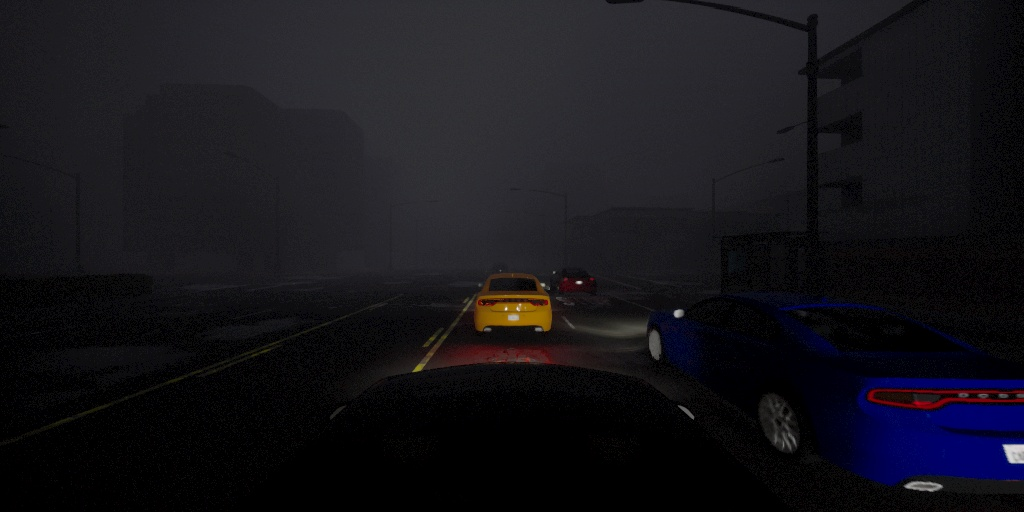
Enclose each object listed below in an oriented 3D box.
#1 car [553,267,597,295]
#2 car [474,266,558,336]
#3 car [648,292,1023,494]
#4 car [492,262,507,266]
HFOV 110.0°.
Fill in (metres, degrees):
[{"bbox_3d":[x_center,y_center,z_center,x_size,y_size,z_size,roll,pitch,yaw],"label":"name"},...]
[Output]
[{"bbox_3d":[3.278,1.317,19.873,1.994,1.385,4.181,0,0,-2],"label":"car"},{"bbox_3d":[0.002,1.228,10.486,1.882,1.535,5.008,0,0,-1],"label":"car"},{"bbox_3d":[3.557,1.228,4.973,1.882,1.535,5.008,0,0,0],"label":"car"},{"bbox_3d":[-1.498,1.437,44.338,1.895,1.301,4.718,0,-1,-4],"label":"car"}]
